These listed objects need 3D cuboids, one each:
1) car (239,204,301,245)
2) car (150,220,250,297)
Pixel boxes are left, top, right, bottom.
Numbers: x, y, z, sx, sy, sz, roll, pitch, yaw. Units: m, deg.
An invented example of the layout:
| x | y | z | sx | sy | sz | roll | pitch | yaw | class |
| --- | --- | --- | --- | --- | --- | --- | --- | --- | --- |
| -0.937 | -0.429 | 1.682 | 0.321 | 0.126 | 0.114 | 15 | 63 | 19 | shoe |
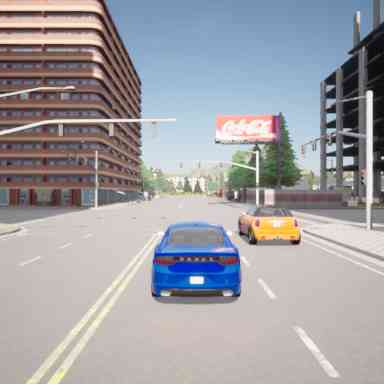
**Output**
| x | y | z | sx | sy | sz | roll | pitch | yaw | class |
| --- | --- | --- | --- | --- | --- | --- | --- | --- | --- |
| 3.472 | 1.349 | 15.708 | 2.097 | 1.767 | 4.553 | 0 | 0 | 0 | car |
| 0.084 | 1.476 | 8.619 | 1.882 | 1.535 | 5.008 | 0 | 0 | 0 | car |
